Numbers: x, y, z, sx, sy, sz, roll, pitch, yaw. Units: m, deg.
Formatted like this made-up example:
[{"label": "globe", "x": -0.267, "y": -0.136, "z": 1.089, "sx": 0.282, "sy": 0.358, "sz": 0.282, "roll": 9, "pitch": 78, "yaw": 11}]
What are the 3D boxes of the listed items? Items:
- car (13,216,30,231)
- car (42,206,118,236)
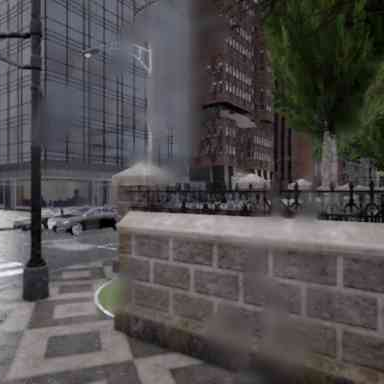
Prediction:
[{"label": "car", "x": -8.465, "y": 1.621, "z": 20.237, "sx": 2.008, "sy": 1.369, "sz": 4.403, "roll": 0, "pitch": -1, "yaw": 36}, {"label": "car", "x": -5.906, "y": 1.567, "z": 19.229, "sx": 2.128, "sy": 1.511, "sz": 4.902, "roll": 0, "pitch": 0, "yaw": 36}]
